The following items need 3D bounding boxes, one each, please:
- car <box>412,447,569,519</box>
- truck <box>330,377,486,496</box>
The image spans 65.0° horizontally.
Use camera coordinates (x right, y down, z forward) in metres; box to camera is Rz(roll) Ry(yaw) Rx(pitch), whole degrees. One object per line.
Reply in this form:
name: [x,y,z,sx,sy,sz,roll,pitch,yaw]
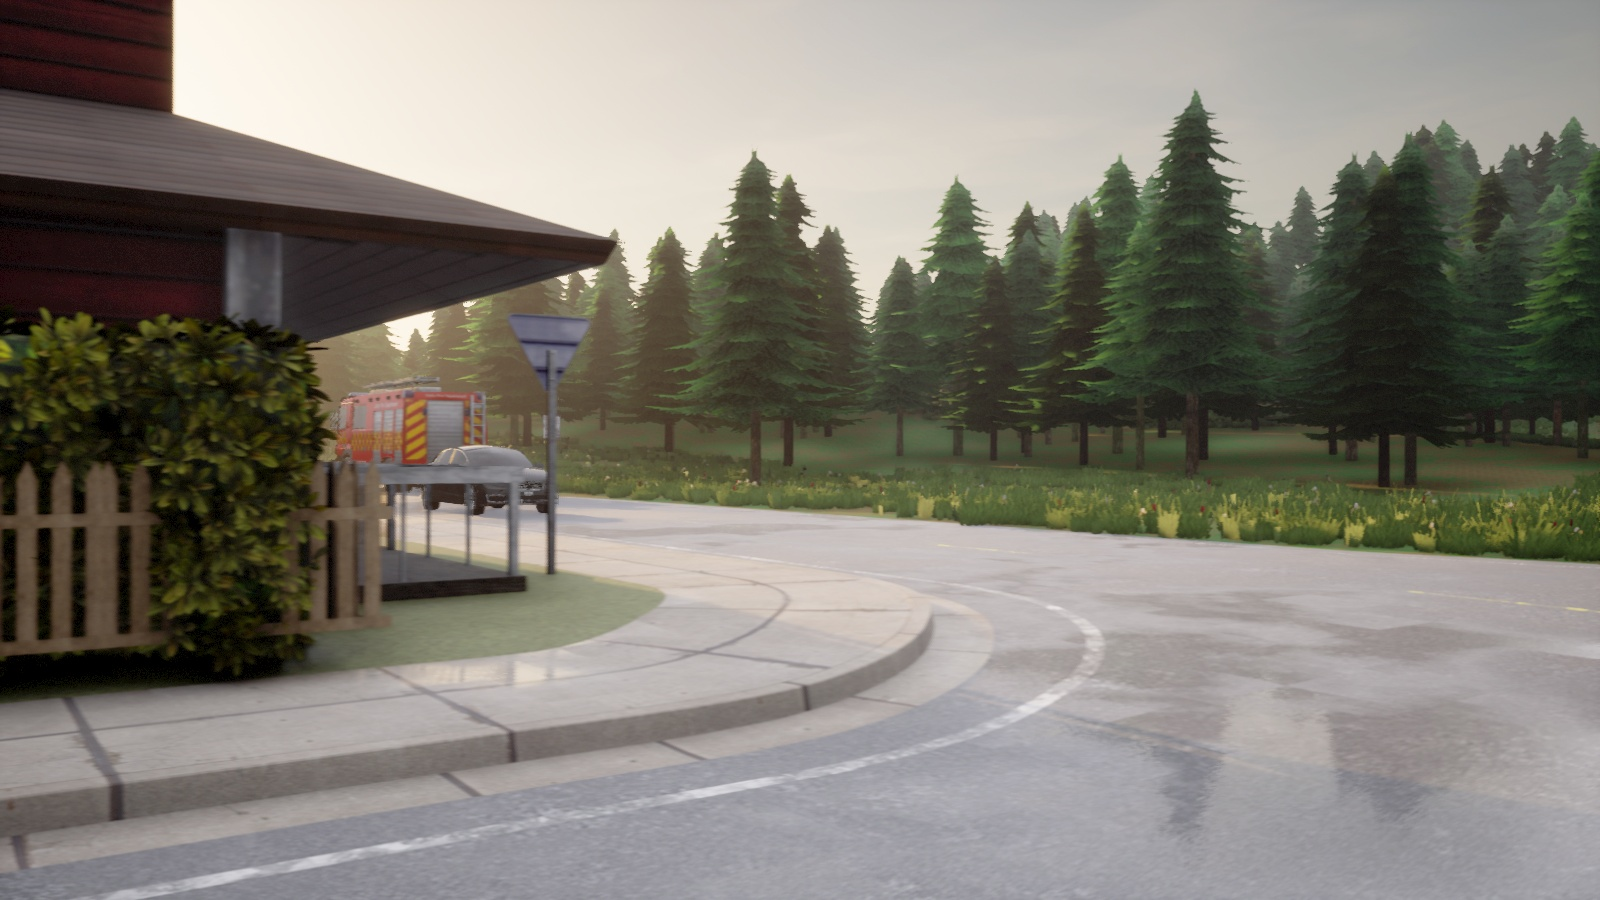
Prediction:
car: [-7.102,0.687,28.430,1.837,1.490,4.892,0,0,-35]
truck: [-14.130,-0.430,44.693,2.891,3.827,8.468,0,0,-35]
